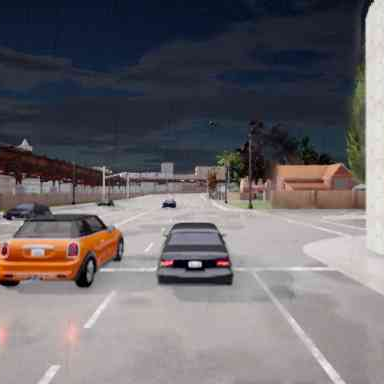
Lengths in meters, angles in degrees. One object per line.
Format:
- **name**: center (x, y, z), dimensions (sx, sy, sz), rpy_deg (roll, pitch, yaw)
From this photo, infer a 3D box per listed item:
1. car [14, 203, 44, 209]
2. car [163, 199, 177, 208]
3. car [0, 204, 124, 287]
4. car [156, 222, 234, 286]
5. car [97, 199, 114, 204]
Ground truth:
- **car**: center (-14.150, 1.673, 28.975), dimensions (2.033, 1.411, 5.357), rpy_deg (0, 0, 0)
- **car**: center (-3.491, 1.790, 52.631), dimensions (1.994, 1.385, 4.181), rpy_deg (0, 0, 0)
- **car**: center (-3.422, 1.394, 9.635), dimensions (2.097, 1.767, 4.553), rpy_deg (0, 0, 2)
- **car**: center (0.074, 1.589, 9.568), dimensions (2.033, 1.411, 5.357), rpy_deg (0, 0, 0)
- **car**: center (-14.181, 1.800, 54.824), dimensions (1.994, 1.385, 4.181), rpy_deg (0, 0, 0)
